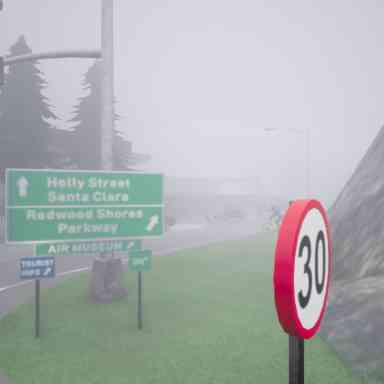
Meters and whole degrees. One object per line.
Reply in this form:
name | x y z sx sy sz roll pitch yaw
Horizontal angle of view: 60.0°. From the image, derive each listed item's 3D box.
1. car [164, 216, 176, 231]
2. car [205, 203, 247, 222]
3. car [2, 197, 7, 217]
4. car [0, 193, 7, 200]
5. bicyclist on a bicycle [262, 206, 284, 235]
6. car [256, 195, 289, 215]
car | -3.105 1.792 20.018 1.895 1.301 4.718 0 0 36
car | 2.943 1.683 28.271 2.128 1.511 4.902 0 0 36
car | -12.225 1.504 26.062 1.905 1.878 3.866 0 0 35
car | -38.267 1.489 70.099 4.514 1.523 2.007 0 0 35
bicyclist on a bicycle | 4.712 1.643 18.678 1.656 1.620 0.582 0 0 36
car | 9.069 1.413 36.611 2.150 2.045 5.566 0 0 36
